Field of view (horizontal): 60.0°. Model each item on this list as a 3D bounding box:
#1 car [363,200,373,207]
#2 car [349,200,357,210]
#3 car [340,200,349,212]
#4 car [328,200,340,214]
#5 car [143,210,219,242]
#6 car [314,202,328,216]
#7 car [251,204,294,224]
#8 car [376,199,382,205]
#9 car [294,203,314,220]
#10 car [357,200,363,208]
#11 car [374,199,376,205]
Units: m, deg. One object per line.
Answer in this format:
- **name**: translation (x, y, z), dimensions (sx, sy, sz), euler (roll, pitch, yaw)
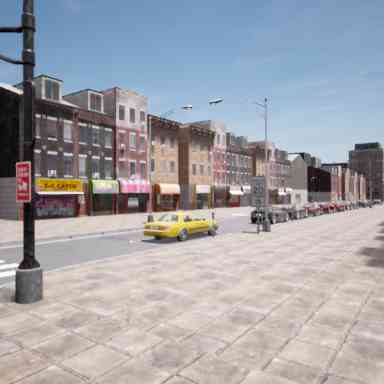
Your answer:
- **car**: translation (32.107, 2.145, 62.605), dimensions (2.008, 1.369, 4.403), euler (-1, -1, 35)
- **car**: translation (22.337, 1.950, 48.843), dimensions (2.008, 1.369, 4.403), euler (-1, -1, 35)
- **car**: translation (19.079, 1.782, 44.257), dimensions (1.967, 1.590, 4.097), euler (-1, -1, 35)
- **car**: translation (15.824, 1.833, 39.668), dimensions (1.887, 1.381, 4.507), euler (-1, -1, 35)
- **car**: translation (-0.360, 1.597, 16.870), dimensions (1.752, 1.417, 4.829), euler (-1, -1, 35)
- **car**: translation (12.568, 1.819, 35.080), dimensions (1.802, 1.307, 4.206), euler (-1, -1, 35)
- **car**: translation (6.055, 1.713, 25.906), dimensions (1.947, 1.339, 4.313), euler (-1, -1, 35)
- **car**: translation (45.131, 2.458, 80.951), dimensions (2.008, 1.369, 4.403), euler (-2, -2, 35)
- **car**: translation (9.311, 1.741, 30.494), dimensions (2.008, 1.369, 4.403), euler (-1, -1, 35)
- **car**: translation (25.593, 2.011, 53.430), dimensions (2.008, 1.369, 4.403), euler (-1, -1, 35)
- **car**: translation (35.362, 2.210, 67.191), dimensions (1.887, 1.381, 4.507), euler (-1, -2, 35)
